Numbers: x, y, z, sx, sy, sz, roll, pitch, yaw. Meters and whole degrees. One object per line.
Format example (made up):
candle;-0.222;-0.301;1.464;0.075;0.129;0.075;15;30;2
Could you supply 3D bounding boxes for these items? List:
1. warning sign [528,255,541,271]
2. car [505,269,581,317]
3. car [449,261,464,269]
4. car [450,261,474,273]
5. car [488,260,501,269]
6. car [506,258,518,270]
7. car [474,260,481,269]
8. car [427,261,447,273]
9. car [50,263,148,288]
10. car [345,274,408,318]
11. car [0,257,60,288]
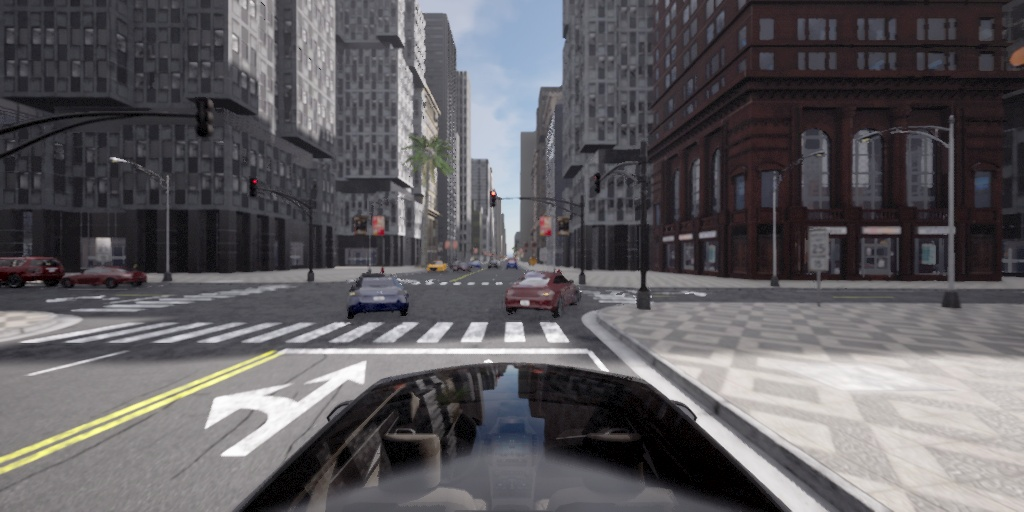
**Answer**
warning sign;2.830;1.031;48.231;1.300;1.860;1.060;0;0;0
car;1.225;1.300;13.334;1.812;1.442;4.674;-1;0;21
car;-9.801;1.554;63.519;1.837;1.490;4.892;0;0;1
car;-6.602;1.474;47.419;1.994;1.385;4.181;0;0;0
car;-3.277;1.557;63.363;1.837;1.490;4.892;0;-1;0
car;0.002;1.511;61.426;1.882;1.535;5.008;0;0;1
car;-6.549;1.536;64.007;1.882;1.535;5.008;0;-1;0
car;-9.852;1.388;47.420;1.882;1.535;5.008;0;0;0
car;-25.076;1.271;22.132;4.207;1.307;1.802;0;0;-1
car;-5.078;1.336;13.379;1.994;1.385;4.181;0;0;-23
car;-30.715;0.983;22.043;5.009;1.841;2.192;0;0;-1
